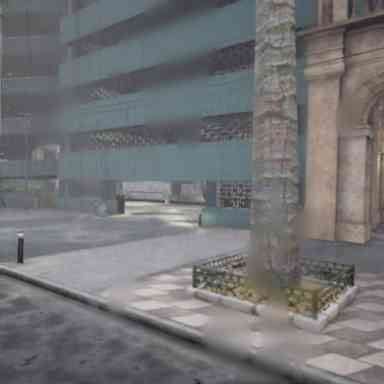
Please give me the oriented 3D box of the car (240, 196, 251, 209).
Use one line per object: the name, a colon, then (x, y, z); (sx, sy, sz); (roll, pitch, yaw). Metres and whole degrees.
car: (5.772, 0.820, 21.735); (5.566, 2.045, 2.435); (2, 1, 36)
